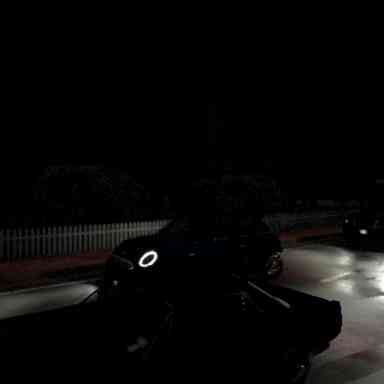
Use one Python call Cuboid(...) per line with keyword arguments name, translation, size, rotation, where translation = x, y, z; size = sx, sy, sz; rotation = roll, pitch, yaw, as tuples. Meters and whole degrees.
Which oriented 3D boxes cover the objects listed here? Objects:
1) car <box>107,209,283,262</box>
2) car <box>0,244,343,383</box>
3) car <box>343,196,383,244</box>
Cuboid(name="car", translation=(0.186, 1.349, 8.419), size=(4.553, 1.767, 2.097), rotation=(0, 0, -35))
Cuboid(name="car", translation=(-0.460, 1.600, 3.660), size=(4.718, 1.301, 1.895), rotation=(0, 0, -35))
Cuboid(name="car", translation=(8.990, 1.211, 14.680), size=(5.566, 2.045, 2.150), rotation=(0, 0, -35))
